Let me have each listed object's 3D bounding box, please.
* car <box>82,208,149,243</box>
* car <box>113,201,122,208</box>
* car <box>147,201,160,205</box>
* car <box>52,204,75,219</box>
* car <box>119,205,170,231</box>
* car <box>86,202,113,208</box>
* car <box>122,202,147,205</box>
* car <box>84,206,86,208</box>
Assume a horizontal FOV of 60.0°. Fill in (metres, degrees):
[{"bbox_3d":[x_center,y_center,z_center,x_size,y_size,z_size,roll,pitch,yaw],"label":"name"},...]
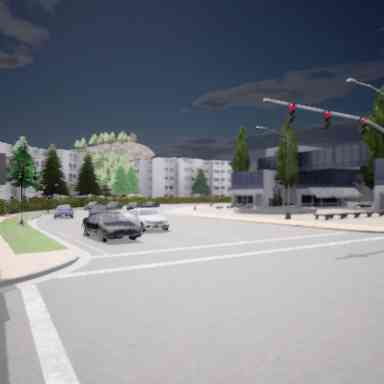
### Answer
[{"bbox_3d":[-4.535,1.803,18.105,2.033,1.411,5.357,0,-1,-32],"label":"car"},{"bbox_3d":[-12.713,2.305,54.833,1.837,1.490,4.892,0,-1,4],"label":"car"},{"bbox_3d":[-7.583,2.393,63.373,1.994,1.385,4.181,-1,-1,20],"label":"car"},{"bbox_3d":[-13.439,2.045,34.999,1.812,1.442,4.674,0,-1,-18],"label":"car"},{"bbox_3d":[-3.176,1.827,22.562,1.812,1.442,4.674,0,-1,-31],"label":"car"},{"bbox_3d":[-9.886,2.066,35.468,1.994,1.385,4.181,0,-1,-19],"label":"car"},{"bbox_3d":[-9.063,2.259,53.040,2.033,1.411,5.357,0,-1,2],"label":"car"},{"bbox_3d":[-16.203,2.323,55.100,1.812,1.442,4.674,0,-1,4],"label":"car"}]
